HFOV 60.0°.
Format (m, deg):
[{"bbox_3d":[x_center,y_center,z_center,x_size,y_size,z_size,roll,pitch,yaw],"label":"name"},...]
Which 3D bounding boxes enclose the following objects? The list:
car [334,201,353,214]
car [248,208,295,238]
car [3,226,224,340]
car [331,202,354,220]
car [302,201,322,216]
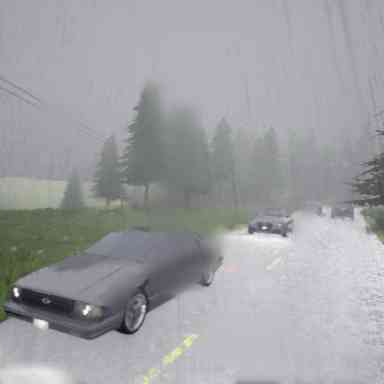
[{"bbox_3d":[20.898,2.121,45.773,2.128,1.511,4.902,3,0,26],"label":"car"},{"bbox_3d":[4.538,1.643,18.672,1.994,1.385,4.181,3,1,25],"label":"car"},{"bbox_3d":[-0.938,1.463,6.977,2.033,1.411,5.357,3,0,25],"label":"car"},{"bbox_3d":[15.708,1.824,34.612,2.097,1.767,4.553,3,0,26],"label":"car"},{"bbox_3d":[14.014,1.877,38.702,1.837,1.490,4.892,3,0,25],"label":"car"}]
